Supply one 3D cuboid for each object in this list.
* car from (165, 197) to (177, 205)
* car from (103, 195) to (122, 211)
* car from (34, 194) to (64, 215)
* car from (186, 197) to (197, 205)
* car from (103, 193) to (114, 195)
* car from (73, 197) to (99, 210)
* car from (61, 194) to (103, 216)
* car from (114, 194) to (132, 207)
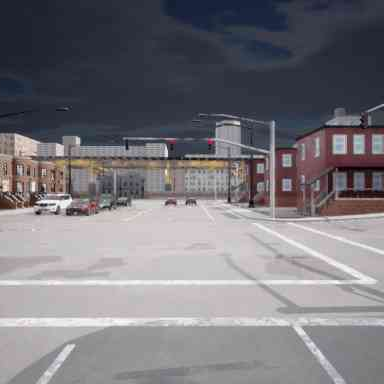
[{"bbox_3d":[-3.542,1.526,56.727,1.812,1.442,4.674,0,0,0],"label":"car"},{"bbox_3d":[-10.702,1.491,41.772,2.128,1.511,4.902,0,0,0],"label":"car"},{"bbox_3d":[-14.187,1.222,34.450,2.150,2.045,5.566,0,0,0],"label":"car"},{"bbox_3d":[-0.147,1.526,58.543,1.812,1.442,4.674,0,0,0],"label":"car"},{"bbox_3d":[-14.206,1.221,55.663,2.150,2.045,5.566,0,0,0],"label":"car"},{"bbox_3d":[-14.207,1.478,44.939,1.882,1.535,5.008,0,0,0],"label":"car"},{"bbox_3d":[-10.672,1.352,32.624,2.097,1.767,4.553,0,0,0],"label":"car"},{"bbox_3d":[-10.711,1.477,52.014,1.882,1.535,5.008,0,0,0],"label":"car"}]
